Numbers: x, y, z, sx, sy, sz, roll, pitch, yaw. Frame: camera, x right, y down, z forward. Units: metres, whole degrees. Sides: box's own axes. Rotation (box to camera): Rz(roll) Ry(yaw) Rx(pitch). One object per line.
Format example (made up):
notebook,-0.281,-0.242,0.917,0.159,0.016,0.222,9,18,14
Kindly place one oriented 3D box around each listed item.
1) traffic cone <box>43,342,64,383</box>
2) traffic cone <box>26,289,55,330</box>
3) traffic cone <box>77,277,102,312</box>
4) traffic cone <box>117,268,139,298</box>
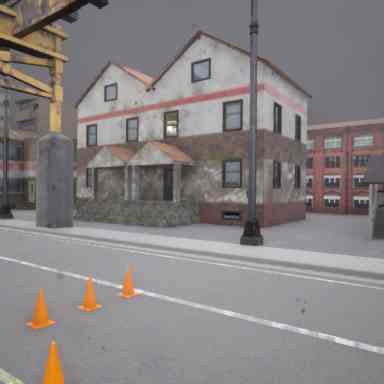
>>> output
traffic cone,-1.526,1.952,3.660,0.340,0.580,0.340,0,0,36
traffic cone,-2.563,1.949,5.641,0.340,0.580,0.340,0,0,36
traffic cone,-1.978,1.949,6.452,0.340,0.580,0.340,0,0,36
traffic cone,-1.393,1.949,7.263,0.340,0.580,0.340,0,0,36
